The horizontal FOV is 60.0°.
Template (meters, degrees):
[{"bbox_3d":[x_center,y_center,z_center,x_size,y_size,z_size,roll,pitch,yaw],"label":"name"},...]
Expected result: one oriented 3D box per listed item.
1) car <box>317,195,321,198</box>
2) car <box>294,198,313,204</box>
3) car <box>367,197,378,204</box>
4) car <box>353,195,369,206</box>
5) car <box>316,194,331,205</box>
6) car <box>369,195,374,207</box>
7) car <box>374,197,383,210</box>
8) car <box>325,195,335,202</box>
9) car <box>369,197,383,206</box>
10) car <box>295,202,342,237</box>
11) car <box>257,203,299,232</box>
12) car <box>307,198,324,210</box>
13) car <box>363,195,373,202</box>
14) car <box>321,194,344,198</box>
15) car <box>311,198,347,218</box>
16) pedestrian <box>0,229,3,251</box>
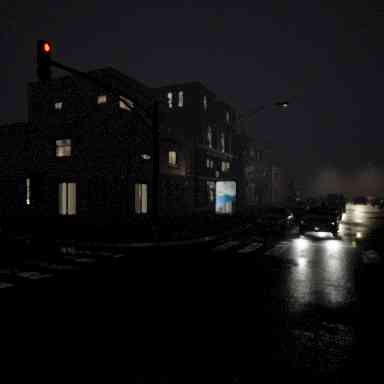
[{"bbox_3d":[14.569,1.447,40.386,1.967,1.590,4.097,0,0,25],"label":"car"},{"bbox_3d":[9.884,1.555,30.384,2.008,1.369,4.403,0,0,25],"label":"car"},{"bbox_3d":[36.204,1.605,66.823,1.802,1.307,4.206,0,0,25],"label":"car"},{"bbox_3d":[28.834,1.494,57.206,1.882,1.535,5.008,0,-1,25],"label":"car"},{"bbox_3d":[23.938,1.331,60.389,2.192,1.841,5.009,0,0,25],"label":"car"},{"bbox_3d":[29.179,1.454,51.820,1.967,1.590,4.097,0,0,25],"label":"car"},{"bbox_3d":[24.494,1.561,41.820,2.008,1.369,4.403,0,0,25],"label":"car"},{"bbox_3d":[33.306,1.470,80.392,1.967,1.590,4.097,0,0,25],"label":"car"},{"bbox_3d":[31.520,1.568,56.822,2.008,1.369,4.403,0,0,25],"label":"car"},{"bbox_3d":[7.126,1.528,18.418,1.812,1.442,4.674,0,0,26],"label":"car"},{"bbox_3d":[5.200,1.584,20.383,1.802,1.307,4.206,0,0,25],"label":"car"},{"bbox_3d":[16.838,1.534,45.233,1.752,1.417,4.829,0,0,25],"label":"car"},{"bbox_3d":[43.231,1.475,81.824,1.967,1.590,4.097,0,0,25],"label":"car"},{"bbox_3d":[16.135,1.228,37.397,2.150,2.045,5.566,0,0,25],"label":"car"},{"bbox_3d":[11.556,1.496,27.775,2.128,1.511,4.902,0,0,25],"label":"car"},{"bbox_3d":[-6.699,1.539,11.322,0.375,1.300,0.375,0,-1,26],"label":"pedestrian"}]
